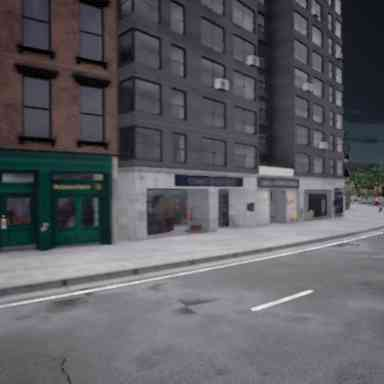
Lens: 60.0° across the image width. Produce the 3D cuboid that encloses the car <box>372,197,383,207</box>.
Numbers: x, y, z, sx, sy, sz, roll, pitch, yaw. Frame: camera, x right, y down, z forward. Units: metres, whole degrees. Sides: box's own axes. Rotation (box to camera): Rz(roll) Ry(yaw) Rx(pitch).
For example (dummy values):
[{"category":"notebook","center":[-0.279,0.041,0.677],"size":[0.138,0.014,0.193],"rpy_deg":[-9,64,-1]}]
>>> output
[{"category":"car","center":[39.171,2.002,68.240],"size":[2.150,2.045,5.566],"rpy_deg":[-1,-1,18]}]

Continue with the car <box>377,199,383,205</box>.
[{"category":"car","center":[47.268,2.397,82.220],"size":[1.837,1.490,4.892],"rpy_deg":[-1,-1,18]}]

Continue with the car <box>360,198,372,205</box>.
[{"category":"car","center":[44.191,2.488,83.260],"size":[1.994,1.385,4.181],"rpy_deg":[-1,-1,18]}]
